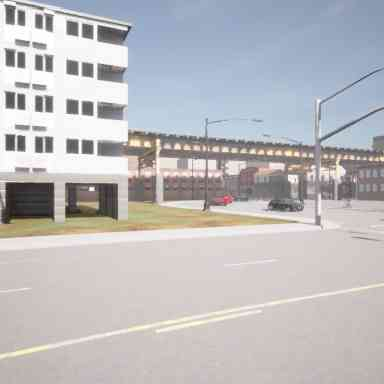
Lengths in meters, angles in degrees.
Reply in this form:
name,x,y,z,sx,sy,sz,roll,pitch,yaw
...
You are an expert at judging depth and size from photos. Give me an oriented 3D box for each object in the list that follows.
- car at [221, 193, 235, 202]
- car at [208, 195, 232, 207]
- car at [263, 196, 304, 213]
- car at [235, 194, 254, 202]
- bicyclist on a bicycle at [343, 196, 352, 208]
name,x,y,z,sx,sy,sz,roll,pitch,yaw
car,6.751,1.221,65.725,2.150,2.045,5.566,0,0,11
car,4.001,1.601,52.527,1.895,1.301,4.718,0,0,-19
car,10.645,1.505,37.985,1.837,1.490,4.892,0,0,-25
car,11.346,1.525,75.425,2.128,1.511,4.902,0,0,41
bicyclist on a bicycle,20.236,1.303,43.344,1.656,1.620,0.582,0,0,-25
